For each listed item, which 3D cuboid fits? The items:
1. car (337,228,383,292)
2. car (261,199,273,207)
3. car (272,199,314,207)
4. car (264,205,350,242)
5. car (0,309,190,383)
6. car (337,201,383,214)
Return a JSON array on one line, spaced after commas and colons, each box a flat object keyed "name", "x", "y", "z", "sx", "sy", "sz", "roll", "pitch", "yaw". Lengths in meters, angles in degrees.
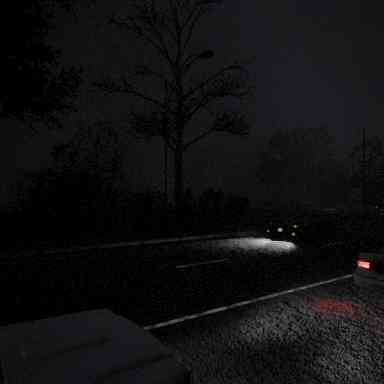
[{"name": "car", "x": 5.953, "y": 1.547, "z": 7.816, "sx": 5.357, "sy": 1.411, "sz": 2.033, "roll": 0, "pitch": 0, "yaw": -34}, {"name": "car", "x": 11.963, "y": 1.635, "z": 47.408, "sx": 1.895, "sy": 1.301, "sz": 4.718, "roll": 0, "pitch": 0, "yaw": -27}, {"name": "car", "x": 12.164, "y": 1.610, "z": 39.513, "sx": 1.895, "sy": 1.301, "sz": 4.718, "roll": 0, "pitch": 0, "yaw": -28}, {"name": "car", "x": 5.687, "y": 1.564, "z": 16.574, "sx": 4.181, "sy": 1.385, "sz": 1.994, "roll": 0, "pitch": 0, "yaw": -36}, {"name": "car", "x": -2.262, "y": 1.601, "z": 2.099, "sx": 4.718, "sy": 1.301, "sz": 1.895, "roll": 0, "pitch": 0, "yaw": -35}, {"name": "car", "x": 18.209, "y": 1.601, "z": 35.833, "sx": 1.895, "sy": 1.301, "sz": 4.718, "roll": 0, "pitch": 0, "yaw": -30}]
